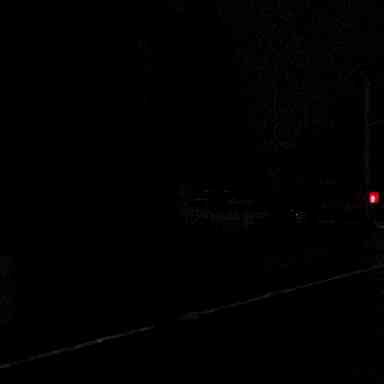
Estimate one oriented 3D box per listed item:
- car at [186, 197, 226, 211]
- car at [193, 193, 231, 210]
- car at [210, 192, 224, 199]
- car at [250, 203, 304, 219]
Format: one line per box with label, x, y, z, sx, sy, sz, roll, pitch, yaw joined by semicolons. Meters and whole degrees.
car;1.351;1.567;37.237;1.994;1.385;4.181;0;0;-37
car;2.720;1.354;41.522;2.097;1.767;4.553;0;0;-37
car;7.017;1.060;94.380;1.905;1.878;3.866;0;0;-37
car;7.412;1.604;29.219;1.895;1.301;4.718;0;0;-37
